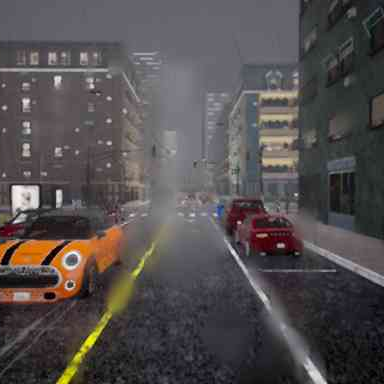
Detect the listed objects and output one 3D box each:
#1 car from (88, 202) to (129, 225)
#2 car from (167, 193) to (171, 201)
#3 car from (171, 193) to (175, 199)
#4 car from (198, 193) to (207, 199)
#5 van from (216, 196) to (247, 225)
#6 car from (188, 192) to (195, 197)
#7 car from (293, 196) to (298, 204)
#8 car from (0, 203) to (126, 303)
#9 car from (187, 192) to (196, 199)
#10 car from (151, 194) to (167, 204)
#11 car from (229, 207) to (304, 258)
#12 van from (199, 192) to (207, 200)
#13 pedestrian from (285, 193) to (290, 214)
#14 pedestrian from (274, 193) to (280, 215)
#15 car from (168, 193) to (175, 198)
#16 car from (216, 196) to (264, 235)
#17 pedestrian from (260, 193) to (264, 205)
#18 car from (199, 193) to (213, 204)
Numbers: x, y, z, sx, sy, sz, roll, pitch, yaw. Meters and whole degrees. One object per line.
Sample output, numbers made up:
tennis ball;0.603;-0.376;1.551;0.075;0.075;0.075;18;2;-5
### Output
car;-5.720;1.435;23.279;1.802;1.307;4.206;0;0;0
car;-5.763;1.161;66.731;1.947;1.339;4.313;0;0;0
car;-5.779;1.049;83.301;1.887;1.381;4.507;0;0;0
car;2.602;1.070;83.297;1.947;1.339;4.313;0;0;0
van;2.659;1.193;23.285;1.690;1.788;3.998;0;0;0
car;-0.093;0.751;95.137;1.882;1.535;5.008;0;0;0
car;15.717;0.765;42.829;5.009;1.841;2.192;-1;2;0
car;-3.105;1.298;8.302;2.097;1.767;4.553;0;0;0
car;-0.084;0.842;85.102;2.097;1.767;4.553;0;0;0
car;-5.752;1.224;55.684;1.947;1.339;4.313;0;0;0
car;2.672;1.466;12.231;1.887;1.381;4.507;0;0;0
van;2.606;0.875;77.772;1.690;1.788;3.998;0;0;0
pedestrian;8.107;0.987;28.447;0.375;1.860;0.375;0;1;0
pedestrian;7.108;0.974;27.846;0.375;1.860;0.375;0;1;0
car;-5.790;1.027;94.348;1.802;1.307;4.206;0;0;0
car;2.664;1.202;17.757;2.192;1.841;5.009;0;0;0
pedestrian;6.107;0.963;29.045;0.375;1.860;0.375;0;1;0
car;2.629;1.240;55.680;1.802;1.307;4.206;0;0;0
